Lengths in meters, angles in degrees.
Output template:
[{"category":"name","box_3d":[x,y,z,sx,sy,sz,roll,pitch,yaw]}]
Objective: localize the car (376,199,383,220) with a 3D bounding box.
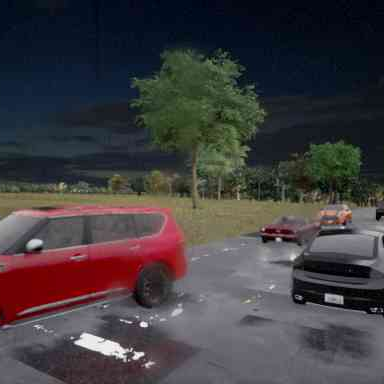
[{"category":"car","box_3d":[19.626,1.742,33.094,2.150,2.045,5.566,0,-1,32]}]

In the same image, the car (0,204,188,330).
[{"category":"car","box_3d":[-2.522,1.275,6.228,2.150,2.045,5.566,0,-1,44]}]

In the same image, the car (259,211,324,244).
[{"category":"car","box_3d":[4.983,1.828,16.547,1.895,1.301,4.718,0,-1,32]}]

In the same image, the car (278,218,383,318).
[{"category":"car","box_3d":[3.698,1.602,7.708,1.837,1.490,4.892,0,-1,32]}]

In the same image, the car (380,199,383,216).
[{"category":"car","box_3d":[25.303,1.921,42.254,2.150,2.045,5.566,0,-1,32]}]

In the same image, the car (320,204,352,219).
[{"category":"car","box_3d":[11.812,1.759,27.453,2.097,1.767,4.553,0,-1,32]}]
